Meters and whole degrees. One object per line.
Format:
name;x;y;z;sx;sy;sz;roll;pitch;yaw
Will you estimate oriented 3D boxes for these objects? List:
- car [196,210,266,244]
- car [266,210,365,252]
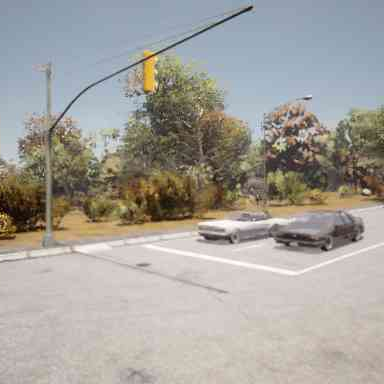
car;2.414;1.584;15.952;4.718;1.301;1.895;-1;1;-42
car;5.632;1.497;14.194;2.033;1.411;5.357;0;1;45
